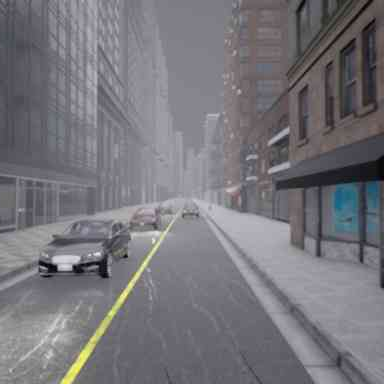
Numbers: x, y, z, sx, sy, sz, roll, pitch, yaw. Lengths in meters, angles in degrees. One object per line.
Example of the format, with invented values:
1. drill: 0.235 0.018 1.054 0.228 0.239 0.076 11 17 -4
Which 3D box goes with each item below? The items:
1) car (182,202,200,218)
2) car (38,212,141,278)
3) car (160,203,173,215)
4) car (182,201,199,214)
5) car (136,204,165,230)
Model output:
1. car: -0.134 2.017 35.782 2.033 1.411 5.357 0 -1 0
2. car: -3.162 1.635 10.698 2.128 1.511 4.902 0 -1 0
3. car: -3.383 2.065 40.934 1.812 1.442 4.674 0 -1 0
4. car: -0.207 2.099 46.129 2.128 1.511 4.902 0 -1 0
5. car: -3.229 1.842 23.911 1.812 1.442 4.674 0 -1 0
